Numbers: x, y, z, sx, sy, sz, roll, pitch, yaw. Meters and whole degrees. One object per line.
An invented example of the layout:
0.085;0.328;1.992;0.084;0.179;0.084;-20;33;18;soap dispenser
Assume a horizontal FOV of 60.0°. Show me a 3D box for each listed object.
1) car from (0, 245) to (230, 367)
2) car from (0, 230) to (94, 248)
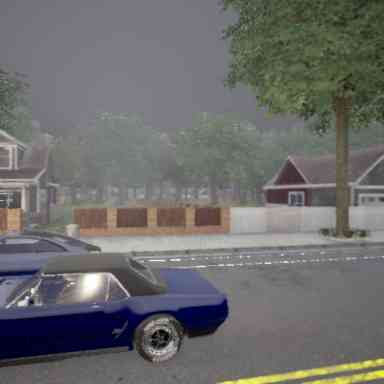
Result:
-1.958;1.641;4.963;4.718;1.301;1.895;0;-1;-15;car
-4.159;1.622;7.745;4.181;1.385;1.994;0;-1;-15;car
